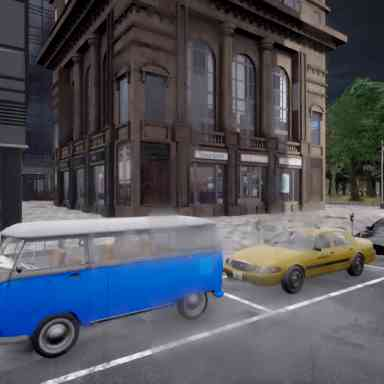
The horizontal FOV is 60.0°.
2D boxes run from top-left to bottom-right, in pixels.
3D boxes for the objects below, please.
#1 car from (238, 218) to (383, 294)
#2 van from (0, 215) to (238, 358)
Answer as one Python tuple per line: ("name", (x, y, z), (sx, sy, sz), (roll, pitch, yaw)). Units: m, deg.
("car", (2.975, 1.525, 8.765), (4.829, 1.417, 1.752), (0, 0, -35))
("van", (-1.317, 1.341, 5.710), (3.998, 1.788, 1.690), (0, 0, -35))
